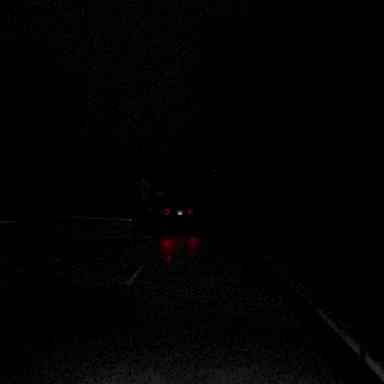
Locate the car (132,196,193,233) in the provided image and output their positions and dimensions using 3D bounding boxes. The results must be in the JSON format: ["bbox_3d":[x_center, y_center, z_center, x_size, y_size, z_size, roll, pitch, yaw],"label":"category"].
[{"bbox_3d":[-1.930,1.254,20.464,2.150,2.045,5.566,2,-1,-28],"label":"car"}]
